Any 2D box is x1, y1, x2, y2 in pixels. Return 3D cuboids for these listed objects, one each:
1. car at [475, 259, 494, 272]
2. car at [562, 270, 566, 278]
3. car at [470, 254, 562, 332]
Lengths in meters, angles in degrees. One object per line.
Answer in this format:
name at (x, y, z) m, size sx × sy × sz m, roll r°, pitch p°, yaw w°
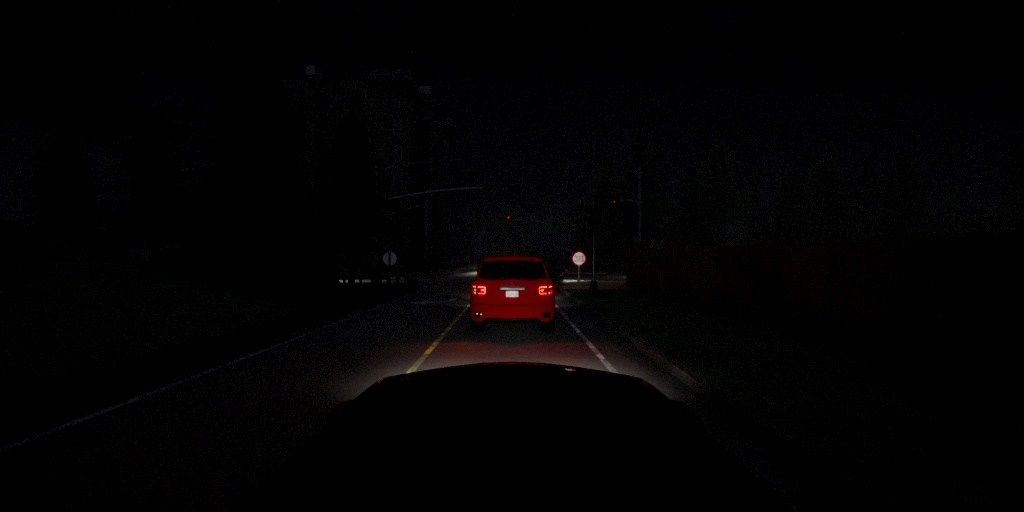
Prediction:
car at (-3.550, 1.241, 47.323) m, size 2.128 × 1.511 × 4.902 m, roll 0°, pitch 0°, yaw 0°
car at (2.475, 1.306, 30.498) m, size 4.181 × 1.385 × 1.994 m, roll 0°, pitch 0°, yaw 33°
car at (0.052, 0.971, 10.958) m, size 2.150 × 2.045 × 5.566 m, roll 0°, pitch 0°, yaw 1°
